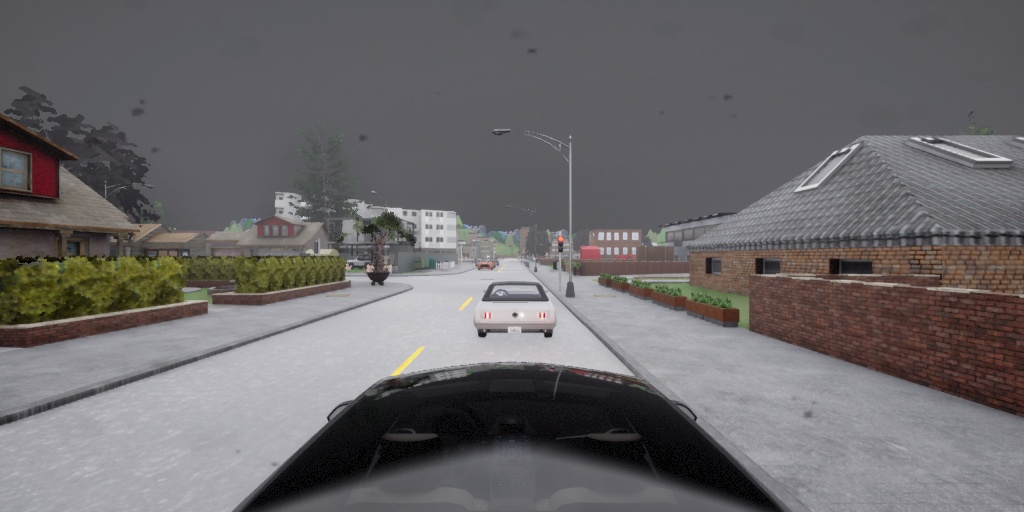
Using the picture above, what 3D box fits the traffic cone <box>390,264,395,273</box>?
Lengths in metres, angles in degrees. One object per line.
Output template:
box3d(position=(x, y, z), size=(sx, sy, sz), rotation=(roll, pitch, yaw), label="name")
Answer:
box3d(position=(-15.133, 1.558, 44.700), size=(0.344, 0.586, 0.344), rotation=(0, 0, 0), label="traffic cone")

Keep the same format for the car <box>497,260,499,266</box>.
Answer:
box3d(position=(-3.715, 1.255, 61.662), size=(1.837, 1.490, 4.892), rotation=(0, 0, 1), label="car")

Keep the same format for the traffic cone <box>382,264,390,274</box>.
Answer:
box3d(position=(-15.498, 1.561, 44.133), size=(0.344, 0.586, 0.344), rotation=(0, 0, 0), label="traffic cone")

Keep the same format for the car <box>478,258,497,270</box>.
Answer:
box3d(position=(-3.792, 1.102, 52.281), size=(2.097, 1.767, 4.553), rotation=(0, 0, 0), label="car")

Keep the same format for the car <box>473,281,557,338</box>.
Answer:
box3d(position=(0.102, 1.351, 10.173), size=(1.895, 1.301, 4.718), rotation=(0, 0, 1), label="car")
